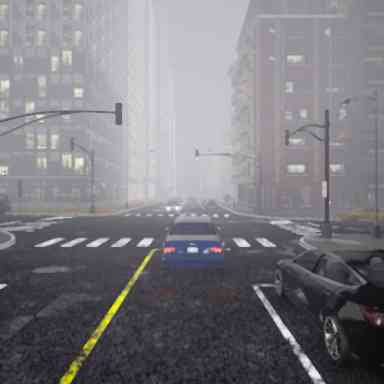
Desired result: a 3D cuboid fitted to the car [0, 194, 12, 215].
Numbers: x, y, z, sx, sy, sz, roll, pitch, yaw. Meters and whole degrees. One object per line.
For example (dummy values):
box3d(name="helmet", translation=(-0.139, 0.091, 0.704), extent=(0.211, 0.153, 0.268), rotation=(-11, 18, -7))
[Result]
box3d(name="car", translation=(-17.685, 1.030, 27.668), extent=(5.009, 1.841, 2.192), rotation=(1, -1, 0))

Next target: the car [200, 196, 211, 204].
box3d(name="car", translation=(2.711, 1.578, 66.189), extent=(2.008, 1.369, 4.403), rotation=(0, 0, 0))

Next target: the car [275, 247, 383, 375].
box3d(name="car", translation=(2.693, 1.566, 5.600), extent=(1.947, 1.339, 4.313), rotation=(0, 0, 0))

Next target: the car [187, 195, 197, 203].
box3d(name="car", translation=(0.022, 1.574, 70.189), extent=(1.994, 1.385, 4.181), rotation=(0, 0, 0))

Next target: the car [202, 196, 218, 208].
box3d(name="car", translation=(2.755, 1.596, 47.623), extent=(1.802, 1.307, 4.206), rotation=(0, 0, 0))

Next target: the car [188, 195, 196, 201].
box3d(name="car", translation=(0.024, 1.424, 80.225), extent=(1.994, 1.385, 4.181), rotation=(0, 0, 0))

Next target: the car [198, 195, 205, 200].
box3d(name="car", translation=(2.718, 1.636, 94.432), extent=(1.802, 1.307, 4.206), rotation=(0, 0, 0))

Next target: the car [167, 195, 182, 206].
box3d(name="car", translation=(-3.055, 1.620, 54.816), extent=(1.895, 1.301, 4.718), rotation=(0, 0, 0))

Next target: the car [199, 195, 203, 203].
box3d(name="car", translation=(2.709, 1.574, 60.541), extent=(2.008, 1.369, 4.403), rotation=(0, 0, 0))

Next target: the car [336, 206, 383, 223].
box3d(name="car", translation=(14.651, 1.836, 27.937), extent=(4.829, 1.417, 1.752), rotation=(1, -1, 0))

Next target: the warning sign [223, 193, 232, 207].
box3d(name="warning sign", translation=(5.079, 1.129, 47.738), extent=(1.300, 1.860, 1.060), rotation=(0, 0, 0))

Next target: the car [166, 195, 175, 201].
box3d(name="car", translation=(-5.663, 1.599, 88.785), extent=(2.008, 1.369, 4.403), rotation=(0, 0, 0))

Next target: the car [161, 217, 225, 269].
box3d(name="car", translation=(0.039, 1.549, 11.116), extent=(2.033, 1.411, 5.357), rotation=(0, 0, 0))
